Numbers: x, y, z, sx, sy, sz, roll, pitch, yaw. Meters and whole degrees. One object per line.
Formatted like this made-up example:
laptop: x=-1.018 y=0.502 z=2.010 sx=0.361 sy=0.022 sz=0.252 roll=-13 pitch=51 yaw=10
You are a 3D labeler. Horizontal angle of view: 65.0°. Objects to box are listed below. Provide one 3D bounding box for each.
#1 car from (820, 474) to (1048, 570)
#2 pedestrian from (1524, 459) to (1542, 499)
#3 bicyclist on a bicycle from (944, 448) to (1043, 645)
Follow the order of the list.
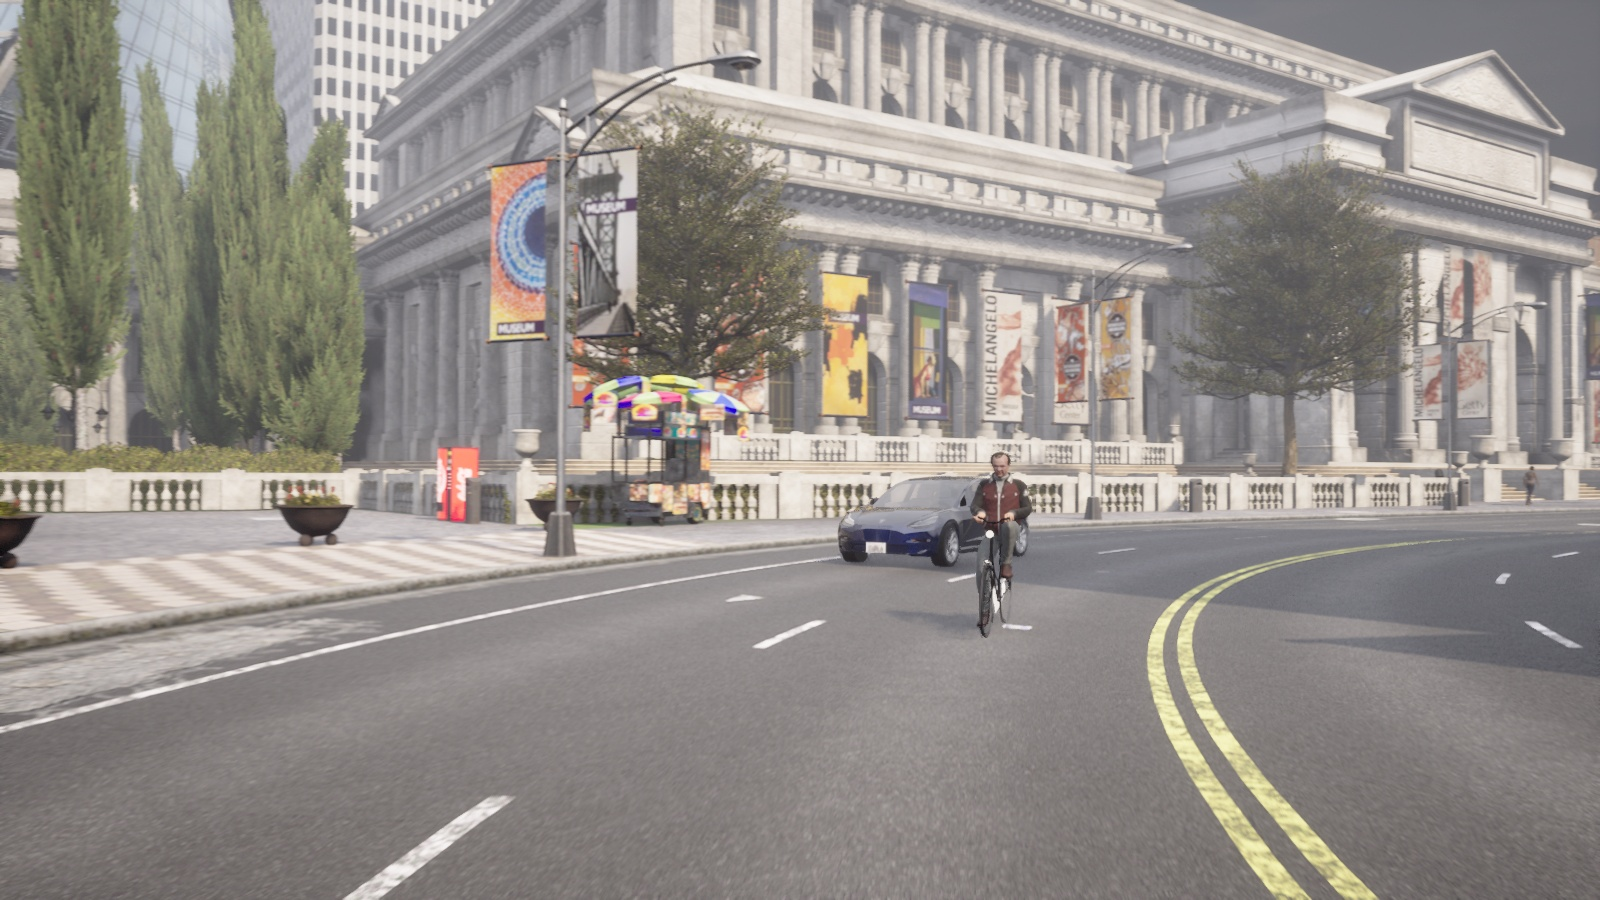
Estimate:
car: x=2.515 y=1.182 z=22.348 sx=2.163 sy=1.488 sz=4.792 roll=-1 pitch=-1 yaw=32
pedestrian: x=33.277 y=1.329 z=57.006 sx=0.869 sy=1.805 sz=0.328 roll=0 pitch=-1 yaw=-33
bicyclist on a bicycle: x=1.930 y=0.886 z=12.319 sx=0.659 sy=1.776 sz=1.843 roll=0 pitch=-1 yaw=18
